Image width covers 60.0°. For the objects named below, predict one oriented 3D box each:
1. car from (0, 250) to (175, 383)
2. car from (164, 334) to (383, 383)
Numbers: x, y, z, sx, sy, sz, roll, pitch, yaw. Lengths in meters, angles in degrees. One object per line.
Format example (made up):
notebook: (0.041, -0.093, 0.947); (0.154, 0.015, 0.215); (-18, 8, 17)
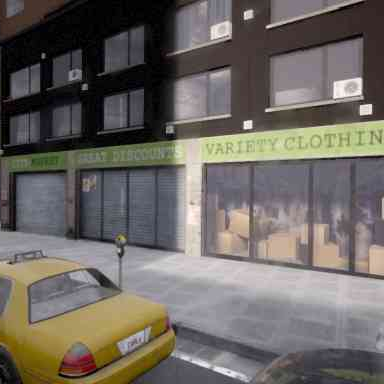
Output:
car: (-2.499, 1.524, 4.796); (4.829, 1.417, 1.752); (0, 1, 35)
car: (2.239, 1.551, 1.527); (4.403, 1.369, 2.008); (0, 1, 35)
